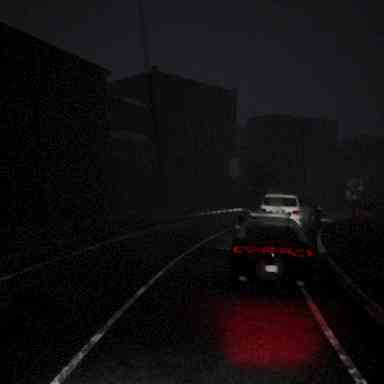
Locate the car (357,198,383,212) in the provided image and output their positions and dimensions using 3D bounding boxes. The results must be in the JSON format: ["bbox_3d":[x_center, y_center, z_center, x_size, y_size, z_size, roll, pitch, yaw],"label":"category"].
[{"bbox_3d":[21.514,1.511,39.129,5.008,1.535,1.882,2,4,-33],"label":"car"}]

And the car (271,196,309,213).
[{"bbox_3d":[10.015,1.222,33.715,1.994,1.385,4.181,5,3,43],"label":"car"}]

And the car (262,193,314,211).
[{"bbox_3d":[5.157,1.090,18.198,2.150,2.045,5.566,2,1,24],"label":"car"}]

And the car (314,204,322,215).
[{"bbox_3d":[7.752,1.372,23.230,1.837,1.490,4.892,3,1,31],"label":"car"}]

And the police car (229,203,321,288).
[{"bbox_3d":[2.187,1.339,9.306,1.930,1.638,5.238,1,1,13],"label":"police car"}]
